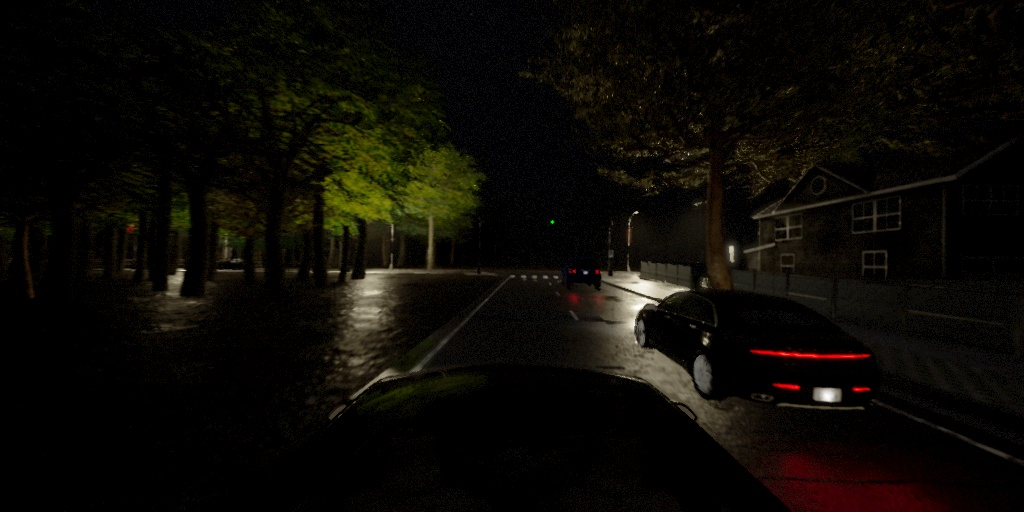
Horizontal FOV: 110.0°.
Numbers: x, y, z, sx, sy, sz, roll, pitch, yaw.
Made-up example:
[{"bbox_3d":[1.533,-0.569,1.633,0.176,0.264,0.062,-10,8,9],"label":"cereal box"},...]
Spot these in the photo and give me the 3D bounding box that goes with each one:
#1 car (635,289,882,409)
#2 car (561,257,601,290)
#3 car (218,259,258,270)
[{"bbox_3d":[3.728,1.348,6.522,1.837,1.490,4.892,1,0,3],"label":"car"},{"bbox_3d":[4.621,1.119,24.526,2.150,2.045,5.566,1,0,3],"label":"car"},{"bbox_3d":[-33.873,1.132,43.250,4.718,1.301,1.895,0,-1,3],"label":"car"}]
